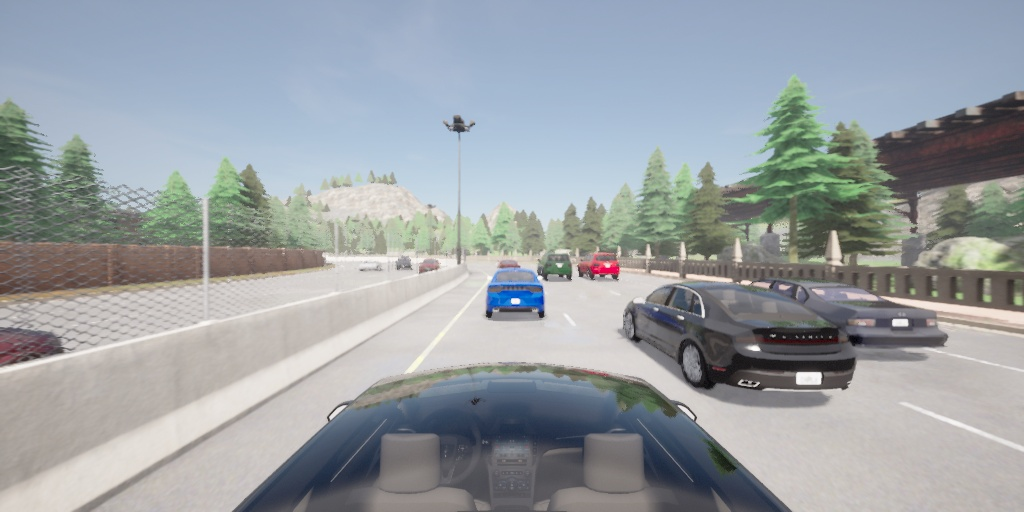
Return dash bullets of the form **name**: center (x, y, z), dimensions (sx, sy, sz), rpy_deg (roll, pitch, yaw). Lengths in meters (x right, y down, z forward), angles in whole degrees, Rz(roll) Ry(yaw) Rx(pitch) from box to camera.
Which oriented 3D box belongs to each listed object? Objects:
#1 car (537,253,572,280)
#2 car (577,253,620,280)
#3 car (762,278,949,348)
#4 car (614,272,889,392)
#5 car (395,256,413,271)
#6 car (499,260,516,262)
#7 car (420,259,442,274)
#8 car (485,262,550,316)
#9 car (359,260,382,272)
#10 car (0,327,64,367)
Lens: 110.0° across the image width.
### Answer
- **car**: center (3.321, 0.810, 28.728), dimensions (2.150, 2.045, 5.566), rpy_deg (0, 0, -3)
- **car**: center (6.826, 0.810, 28.739), dimensions (2.150, 2.045, 5.566), rpy_deg (0, 0, -3)
- **car**: center (7.104, 1.253, 9.074), dimensions (2.033, 1.411, 5.357), rpy_deg (0, 0, 0)
- **car**: center (3.602, 1.224, 6.771), dimensions (1.837, 1.490, 4.892), rpy_deg (0, 0, 0)
- **car**: center (-13.262, 1.003, 44.199), dimensions (1.837, 1.490, 4.892), rpy_deg (0, 0, -14)
- **car**: center (-0.389, 1.051, 31.149), dimensions (1.882, 1.535, 5.008), rpy_deg (0, 0, -5)
- **car**: center (-8.201, 1.020, 36.409), dimensions (1.882, 1.535, 5.008), rpy_deg (0, 0, -9)
- **car**: center (0.104, 1.160, 12.961), dimensions (1.882, 1.535, 5.008), rpy_deg (0, 0, 0)
- **car**: center (-16.061, 1.116, 40.884), dimensions (1.895, 1.301, 4.718), rpy_deg (0, 0, -12)
- **car**: center (-7.102, 1.305, 3.166), dimensions (1.994, 1.385, 4.181), rpy_deg (0, 0, 0)
